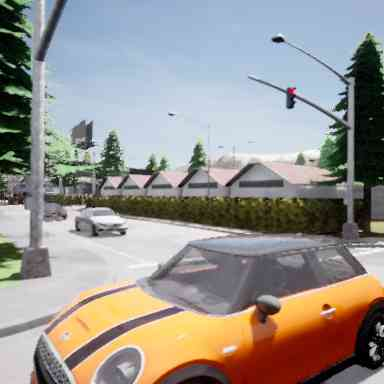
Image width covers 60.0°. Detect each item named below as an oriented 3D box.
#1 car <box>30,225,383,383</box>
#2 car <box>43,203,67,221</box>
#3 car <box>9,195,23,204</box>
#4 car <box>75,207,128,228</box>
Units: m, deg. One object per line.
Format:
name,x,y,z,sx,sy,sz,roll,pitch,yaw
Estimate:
car,0.514,1.393,4.224,4.553,1.767,2.097,1,-1,-35
car,-12.288,1.692,28.878,1.994,1.385,4.181,1,-1,-35
car,-35.775,1.421,67.594,2.097,1.767,4.553,1,-1,-36
car,-5.357,1.643,19.267,1.812,1.442,4.674,1,-1,-36
